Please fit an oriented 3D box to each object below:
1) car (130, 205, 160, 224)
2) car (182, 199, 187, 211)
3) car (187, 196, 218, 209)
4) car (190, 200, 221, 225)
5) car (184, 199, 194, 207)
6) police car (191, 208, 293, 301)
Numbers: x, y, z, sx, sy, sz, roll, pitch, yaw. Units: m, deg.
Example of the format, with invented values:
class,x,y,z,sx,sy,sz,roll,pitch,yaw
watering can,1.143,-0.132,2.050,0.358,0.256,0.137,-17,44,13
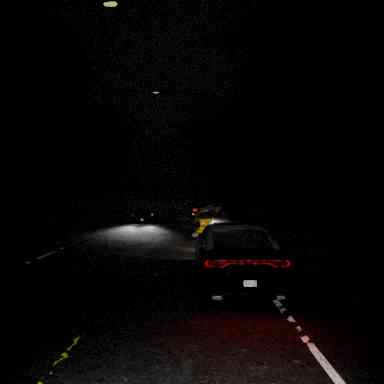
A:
class,x,y,z,sx,sy,sz,roll,pitch,yaw
car,-3.623,1.727,26.268,1.895,1.301,4.718,0,0,-1
car,-0.309,1.782,45.327,2.128,1.511,4.902,0,-1,0
car,0.924,1.317,24.513,2.150,2.045,5.566,-1,0,-1
car,0.978,1.517,18.659,1.801,1.575,5.366,-1,0,0
car,-0.580,1.966,59.412,1.812,1.442,4.674,0,-1,-1
police car,1.040,1.449,8.566,1.930,1.638,5.238,0,0,0
